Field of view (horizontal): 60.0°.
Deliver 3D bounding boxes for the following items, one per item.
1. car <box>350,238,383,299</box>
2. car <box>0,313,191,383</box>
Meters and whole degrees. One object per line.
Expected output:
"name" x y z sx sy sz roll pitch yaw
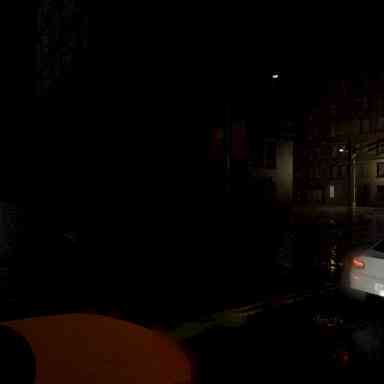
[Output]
"car" 5.238 1.529 7.173 4.674 1.442 1.812 0 0 -35
"car" -2.264 1.477 1.828 5.008 1.535 1.882 0 0 -35
